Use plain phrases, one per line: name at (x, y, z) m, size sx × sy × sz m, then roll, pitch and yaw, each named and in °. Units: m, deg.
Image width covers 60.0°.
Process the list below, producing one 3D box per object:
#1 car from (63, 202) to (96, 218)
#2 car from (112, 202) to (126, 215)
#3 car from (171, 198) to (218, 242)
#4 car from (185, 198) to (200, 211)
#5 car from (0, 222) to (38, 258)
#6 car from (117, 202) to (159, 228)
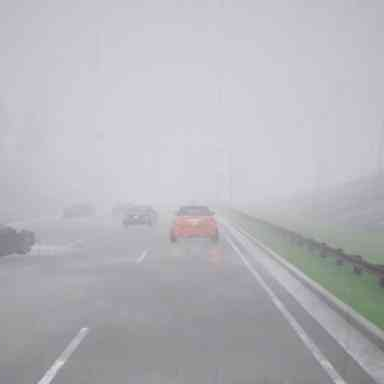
car at (-10.396, 1.624, 31.009) m, size 1.994 × 1.385 × 4.181 m, roll 0°, pitch 0°, yaw 0°
car at (-6.895, 1.667, 34.761) m, size 1.895 × 1.301 × 4.718 m, roll 0°, pitch 0°, yaw 0°
car at (0.103, 1.384, 16.721) m, size 2.097 × 1.767 × 4.553 m, roll 0°, pitch 0°, yaw 0°
car at (0.105, 1.558, 43.721) m, size 1.882 × 1.535 × 5.008 m, roll 0°, pitch 0°, yaw 0°
car at (-6.904, 1.569, 10.415) m, size 2.033 × 1.411 × 5.357 m, roll 0°, pitch 0°, yaw 0°
car at (-3.394, 1.591, 22.783) m, size 2.033 × 1.411 × 5.357 m, roll 0°, pitch 0°, yaw 0°
